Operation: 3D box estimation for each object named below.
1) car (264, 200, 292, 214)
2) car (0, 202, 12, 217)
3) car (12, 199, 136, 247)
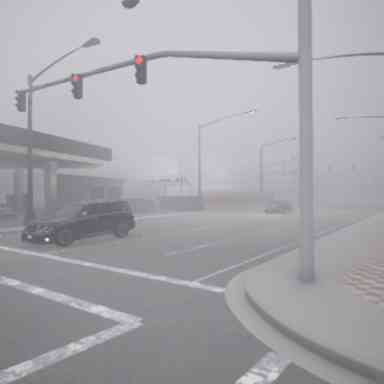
[{"bbox_3d":[9.599,1.682,37.099,1.837,1.490,4.892,-1,2,35],"label":"car"},{"bbox_3d":[-19.148,1.771,32.738,3.806,1.475,1.970,-1,0,37],"label":"car"},{"bbox_3d":[-5.219,1.451,16.175,2.150,2.045,5.566,-1,1,35],"label":"car"}]
